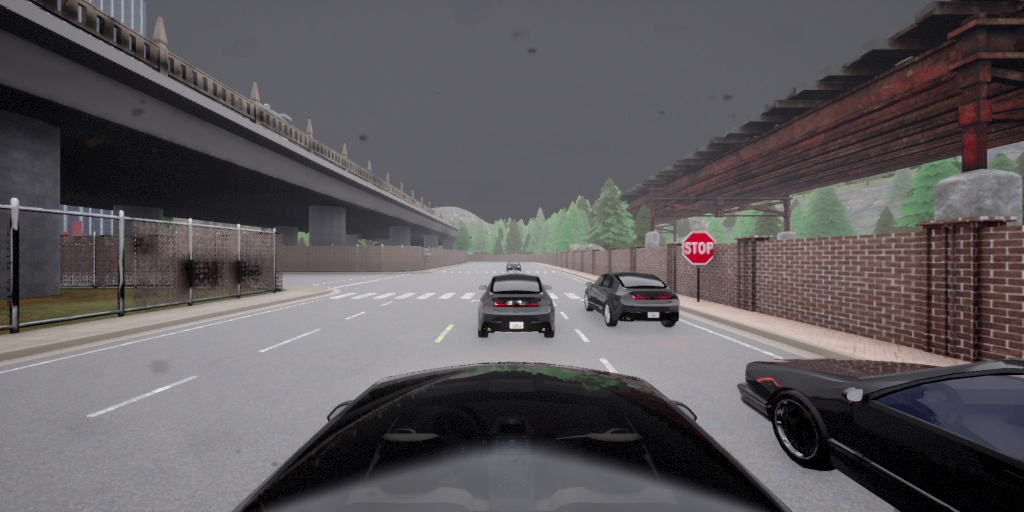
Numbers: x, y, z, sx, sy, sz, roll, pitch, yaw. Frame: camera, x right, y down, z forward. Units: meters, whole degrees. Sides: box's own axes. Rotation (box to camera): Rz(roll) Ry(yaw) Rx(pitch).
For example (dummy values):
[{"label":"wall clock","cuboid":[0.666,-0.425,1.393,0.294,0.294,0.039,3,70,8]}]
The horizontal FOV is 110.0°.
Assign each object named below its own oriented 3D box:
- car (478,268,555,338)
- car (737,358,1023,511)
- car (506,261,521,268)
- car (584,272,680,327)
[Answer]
[{"label":"car","cuboid":[0.104,1.255,10.177,1.837,1.490,4.892,0,0,0]},{"label":"car","cuboid":[3.600,1.297,1.788,2.033,1.411,5.357,0,0,0]},{"label":"car","cuboid":[0.213,1.351,46.374,1.895,1.301,4.718,0,0,-1]},{"label":"car","cuboid":[3.606,1.255,11.534,1.837,1.490,4.892,0,0,0]}]
